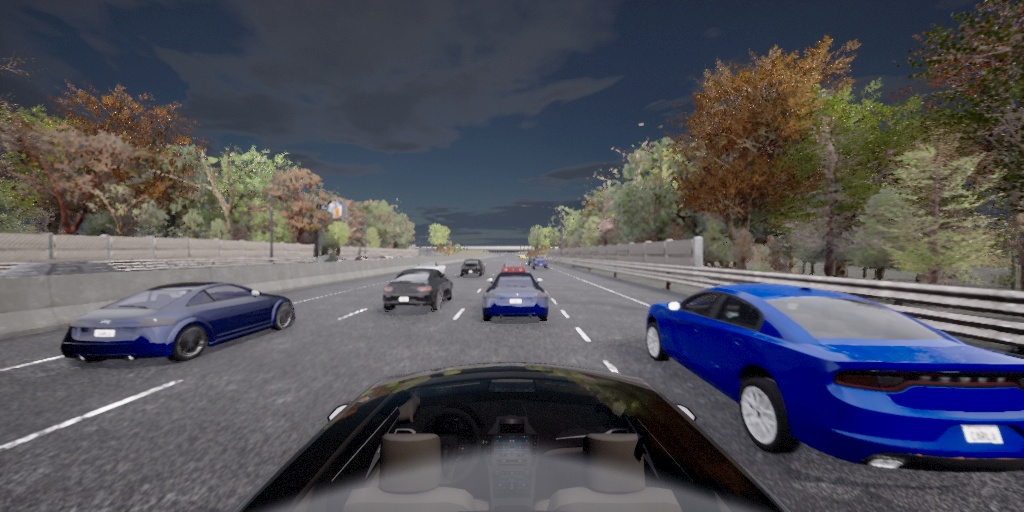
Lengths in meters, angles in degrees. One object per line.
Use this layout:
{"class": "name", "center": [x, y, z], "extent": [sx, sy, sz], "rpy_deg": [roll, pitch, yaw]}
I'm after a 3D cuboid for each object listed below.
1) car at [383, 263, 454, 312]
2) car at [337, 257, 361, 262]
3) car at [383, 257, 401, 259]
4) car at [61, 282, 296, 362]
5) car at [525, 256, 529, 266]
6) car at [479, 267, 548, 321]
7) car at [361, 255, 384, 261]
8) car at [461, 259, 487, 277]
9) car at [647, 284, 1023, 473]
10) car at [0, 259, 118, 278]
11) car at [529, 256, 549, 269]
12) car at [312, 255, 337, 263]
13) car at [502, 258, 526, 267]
{"class": "car", "center": [-3.398, 1.178, 13.586], "extent": [1.812, 1.442, 4.674], "rpy_deg": [0, 0, 0]}
{"class": "car", "center": [-24.543, 0.857, 55.360], "extent": [1.812, 1.442, 4.674], "rpy_deg": [0, 1, 1]}
{"class": "car", "center": [-17.559, 0.899, 54.777], "extent": [1.994, 1.385, 4.181], "rpy_deg": [0, 1, 0]}
{"class": "car", "center": [-6.898, 1.261, 8.077], "extent": [1.994, 1.385, 4.181], "rpy_deg": [0, 0, 0]}
{"class": "car", "center": [3.502, 0.737, 57.732], "extent": [1.837, 1.490, 4.892], "rpy_deg": [0, 0, 0]}
{"class": "car", "center": [0.102, 1.228, 12.116], "extent": [1.994, 1.385, 4.181], "rpy_deg": [0, 0, 0]}
{"class": "car", "center": [-21.046, 0.682, 55.547], "extent": [2.097, 1.767, 4.553], "rpy_deg": [0, 0, 1]}
{"class": "car", "center": [-3.400, 1.014, 31.926], "extent": [1.837, 1.490, 4.892], "rpy_deg": [0, 0, 0]}
{"class": "car", "center": [3.525, 1.135, 5.098], "extent": [1.882, 1.535, 5.008], "rpy_deg": [0, 0, 2]}
{"class": "car", "center": [-17.599, 1.004, 13.524], "extent": [2.097, 1.767, 4.553], "rpy_deg": [0, 0, 0]}
{"class": "car", "center": [3.501, 0.864, 45.742], "extent": [1.812, 1.442, 4.674], "rpy_deg": [0, 0, 0]}
{"class": "car", "center": [-28.045, 0.694, 53.865], "extent": [2.097, 1.767, 4.553], "rpy_deg": [0, 0, 0]}
{"class": "car", "center": [0.103, 1.121, 30.463], "extent": [1.895, 1.301, 4.718], "rpy_deg": [0, 0, 0]}
